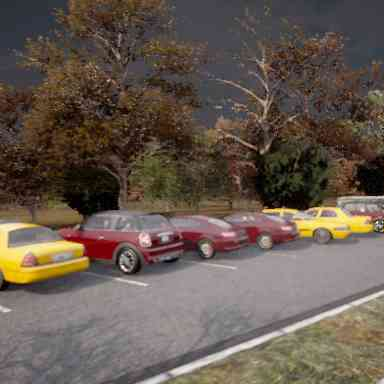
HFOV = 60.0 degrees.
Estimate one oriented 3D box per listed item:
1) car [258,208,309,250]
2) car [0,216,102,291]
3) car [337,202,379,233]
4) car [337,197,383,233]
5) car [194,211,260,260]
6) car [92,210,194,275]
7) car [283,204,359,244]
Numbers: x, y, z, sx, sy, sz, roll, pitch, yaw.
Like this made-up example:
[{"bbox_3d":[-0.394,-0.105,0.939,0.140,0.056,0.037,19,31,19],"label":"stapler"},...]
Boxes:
[{"bbox_3d":[2.225,1.535,14.227,4.674,1.452,2.002,-1,-1,33],"label":"car"},{"bbox_3d":[-5.084,1.502,9.064,5.366,1.575,1.946,-1,0,34],"label":"car"},{"bbox_3d":[6.784,1.490,17.912,5.366,1.575,1.946,-1,-1,33],"label":"car"},{"bbox_3d":[9.310,1.362,19.605,4.553,1.767,2.185,-1,-1,32],"label":"car"},{"bbox_3d":[-0.147,1.538,12.456,4.674,1.452,2.002,-1,-1,34],"label":"car"},{"bbox_3d":[-2.511,1.374,10.686,4.553,1.767,2.185,-1,-1,34],"label":"car"},{"bbox_3d":[4.745,1.487,15.919,5.366,1.575,1.946,-1,-1,33],"label":"car"}]
